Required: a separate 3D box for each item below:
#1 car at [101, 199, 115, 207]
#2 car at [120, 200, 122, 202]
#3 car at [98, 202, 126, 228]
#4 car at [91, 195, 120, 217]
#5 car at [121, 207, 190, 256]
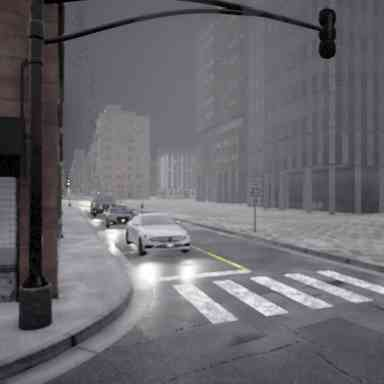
[{"bbox_3d":[-14.504,1.808,57.163,1.895,1.301,4.718,0,0,-20],"label":"car"},{"bbox_3d":[-10.900,1.775,47.587,1.895,1.301,4.718,0,0,-21],"label":"car"},{"bbox_3d":[-5.096,1.648,23.049,1.994,1.385,4.181,0,0,-21],"label":"car"},{"bbox_3d":[-8.849,1.340,33.066,2.150,2.045,5.566,0,0,-20],"label":"car"},{"bbox_3d":[-1.568,1.577,13.728,1.812,1.442,4.674,0,0,-20],"label":"car"}]
